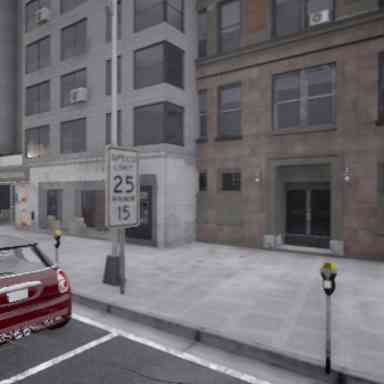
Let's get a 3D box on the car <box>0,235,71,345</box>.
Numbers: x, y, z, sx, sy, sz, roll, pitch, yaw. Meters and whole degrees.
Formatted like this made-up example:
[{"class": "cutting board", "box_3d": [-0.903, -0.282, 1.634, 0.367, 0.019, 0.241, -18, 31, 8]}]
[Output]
[{"class": "car", "box_3d": [-3.944, 1.430, 5.660, 4.097, 1.590, 1.967, 0, 0, 35]}]
